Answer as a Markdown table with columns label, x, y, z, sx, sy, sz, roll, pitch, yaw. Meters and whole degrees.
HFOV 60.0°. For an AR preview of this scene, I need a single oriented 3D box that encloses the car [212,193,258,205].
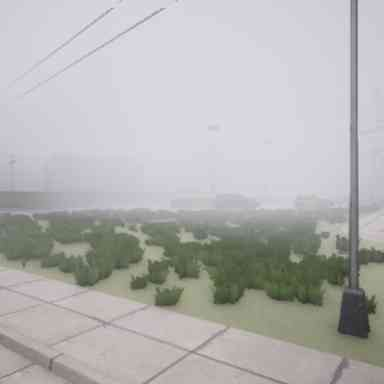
| label | x | y | z | sx | sy | sz | roll | pitch | yaw |
| --- | --- | --- | --- | --- | --- | --- | --- | --- | --- |
| car | 5.081 | 1.205 | 38.876 | 5.566 | 2.045 | 2.150 | 0 | 1 | -13 |

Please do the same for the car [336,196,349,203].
| label | x | y | z | sx | sy | sz | roll | pitch | yaw |
| --- | --- | --- | --- | --- | --- | --- | --- | --- | --- |
| car | 27.731 | 1.511 | 59.928 | 3.905 | 1.438 | 1.784 | 0 | 0 | 35 |

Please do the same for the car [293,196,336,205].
| label | x | y | z | sx | sy | sz | roll | pitch | yaw |
| --- | --- | --- | --- | --- | --- | --- | --- | --- | --- |
| car | 14.987 | 1.301 | 41.409 | 4.605 | 1.855 | 1.932 | 0 | 0 | 35 |

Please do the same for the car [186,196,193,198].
| label | x | y | z | sx | sy | sz | roll | pitch | yaw |
| --- | --- | --- | --- | --- | --- | --- | --- | --- | --- |
| car | -0.149 | 1.496 | 58.900 | 1.812 | 1.442 | 4.674 | 0 | 0 | 35 |
